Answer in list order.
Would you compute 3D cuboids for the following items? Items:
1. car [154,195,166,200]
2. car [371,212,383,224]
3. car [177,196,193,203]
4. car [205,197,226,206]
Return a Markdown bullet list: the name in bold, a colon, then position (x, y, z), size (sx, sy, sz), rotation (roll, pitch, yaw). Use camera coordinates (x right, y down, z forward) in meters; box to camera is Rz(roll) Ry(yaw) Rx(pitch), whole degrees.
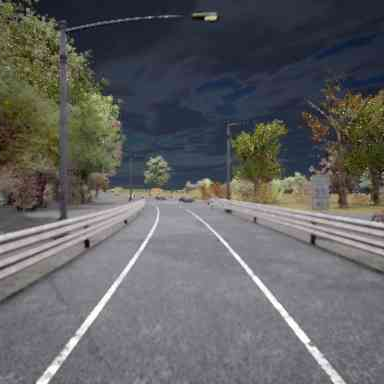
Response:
- **car**: position (-8.420, 1.452, 87.257), size (2.033, 1.411, 5.357), rotation (0, 0, -20)
- **car**: position (15.094, 1.784, 23.792), size (1.994, 1.385, 4.181), rotation (0, 0, -20)
- **car**: position (-1.356, 1.531, 68.193), size (2.033, 1.411, 5.357), rotation (1, 0, -20)
- **car**: position (3.907, 1.587, 54.016), size (2.033, 1.411, 5.357), rotation (1, -1, -20)
